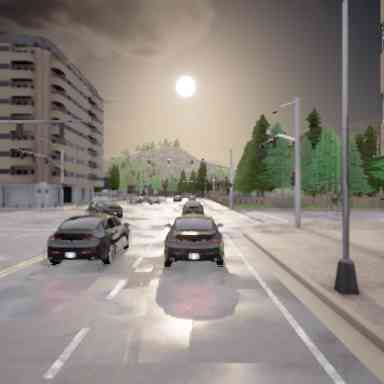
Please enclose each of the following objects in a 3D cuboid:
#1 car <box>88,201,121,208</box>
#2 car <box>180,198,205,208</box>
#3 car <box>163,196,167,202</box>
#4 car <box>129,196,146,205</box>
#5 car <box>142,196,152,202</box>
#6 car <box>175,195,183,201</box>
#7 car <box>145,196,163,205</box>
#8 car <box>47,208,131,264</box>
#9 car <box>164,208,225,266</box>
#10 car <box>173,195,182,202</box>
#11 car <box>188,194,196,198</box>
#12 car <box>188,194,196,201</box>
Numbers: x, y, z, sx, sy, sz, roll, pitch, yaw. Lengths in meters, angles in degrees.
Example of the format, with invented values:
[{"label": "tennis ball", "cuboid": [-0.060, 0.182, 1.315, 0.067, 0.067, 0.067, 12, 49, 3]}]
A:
[{"label": "car", "cuboid": [-7.643, 1.524, 28.816, 1.837, 1.490, 4.892, 2, -1, -36]}, {"label": "car", "cuboid": [0.086, 1.533, 29.759, 1.837, 1.490, 4.892, 0, 0, 0]}, {"label": "car", "cuboid": [-7.008, 1.677, 77.935, 1.812, 1.442, 4.674, 0, 0, 0]}, {"label": "car", "cuboid": [-10.532, 1.615, 62.447, 2.128, 1.511, 4.902, 0, 0, 1]}, {"label": "car", "cuboid": [-10.508, 1.705, 77.926, 1.994, 1.385, 4.181, 0, 0, 0]}, {"label": "car", "cuboid": [-3.509, 1.574, 89.943, 2.033, 1.411, 5.357, 0, 0, 0]}, {"label": "car", "cuboid": [-7.033, 1.648, 62.425, 1.812, 1.442, 4.674, 0, 0, 1]}, {"label": "car", "cuboid": [-3.426, 1.529, 11.825, 1.837, 1.490, 4.892, 0, 0, 0]}, {"label": "car", "cuboid": [0.073, 1.529, 11.671, 1.837, 1.490, 4.892, 0, 0, 0]}, {"label": "car", "cuboid": [-3.508, 1.681, 80.353, 2.128, 1.511, 4.902, 0, 0, 0]}, {"label": "car", "cuboid": [-0.008, 1.680, 80.950, 1.812, 1.442, 4.674, 0, 0, 0]}, {"label": "car", "cuboid": [-0.009, 1.389, 89.914, 2.097, 1.767, 4.553, 0, 0, 0]}]
